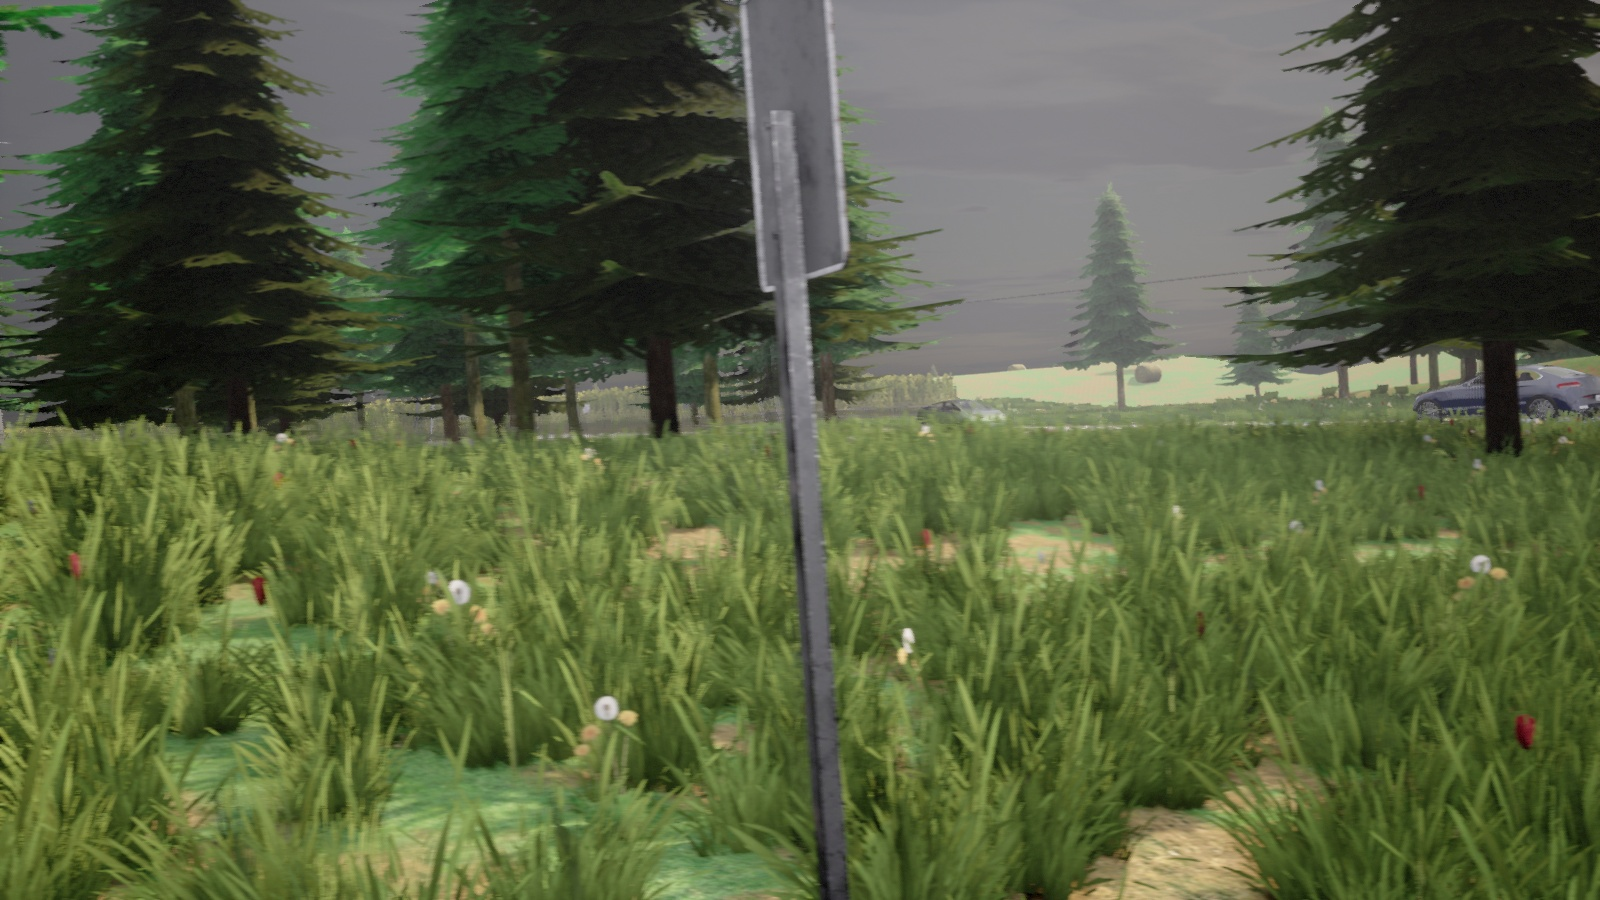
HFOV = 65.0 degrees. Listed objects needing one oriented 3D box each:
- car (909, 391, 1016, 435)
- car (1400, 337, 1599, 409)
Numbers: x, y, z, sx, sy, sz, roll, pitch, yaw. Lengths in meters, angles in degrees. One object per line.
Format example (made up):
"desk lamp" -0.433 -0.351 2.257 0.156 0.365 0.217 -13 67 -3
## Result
"car" 6.767 -1.536 52.683 2.007 1.525 4.514 -7 3 -30
"car" 20.109 -2.159 35.777 2.152 1.651 5.027 -7 3 -29
